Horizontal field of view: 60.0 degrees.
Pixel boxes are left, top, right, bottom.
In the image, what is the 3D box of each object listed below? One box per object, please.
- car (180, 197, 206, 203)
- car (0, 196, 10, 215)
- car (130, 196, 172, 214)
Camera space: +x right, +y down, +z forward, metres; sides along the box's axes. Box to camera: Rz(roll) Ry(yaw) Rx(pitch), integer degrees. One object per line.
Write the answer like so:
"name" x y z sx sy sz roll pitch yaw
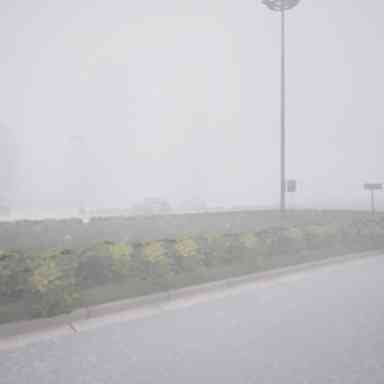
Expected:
"car" -0.043 1.506 47.827 2.242 1.667 4.611 0 0 -36
"car" -19.657 1.318 33.642 1.905 1.878 3.866 0 0 -36
"car" -3.633 1.323 28.874 1.932 1.855 4.605 0 0 -36
